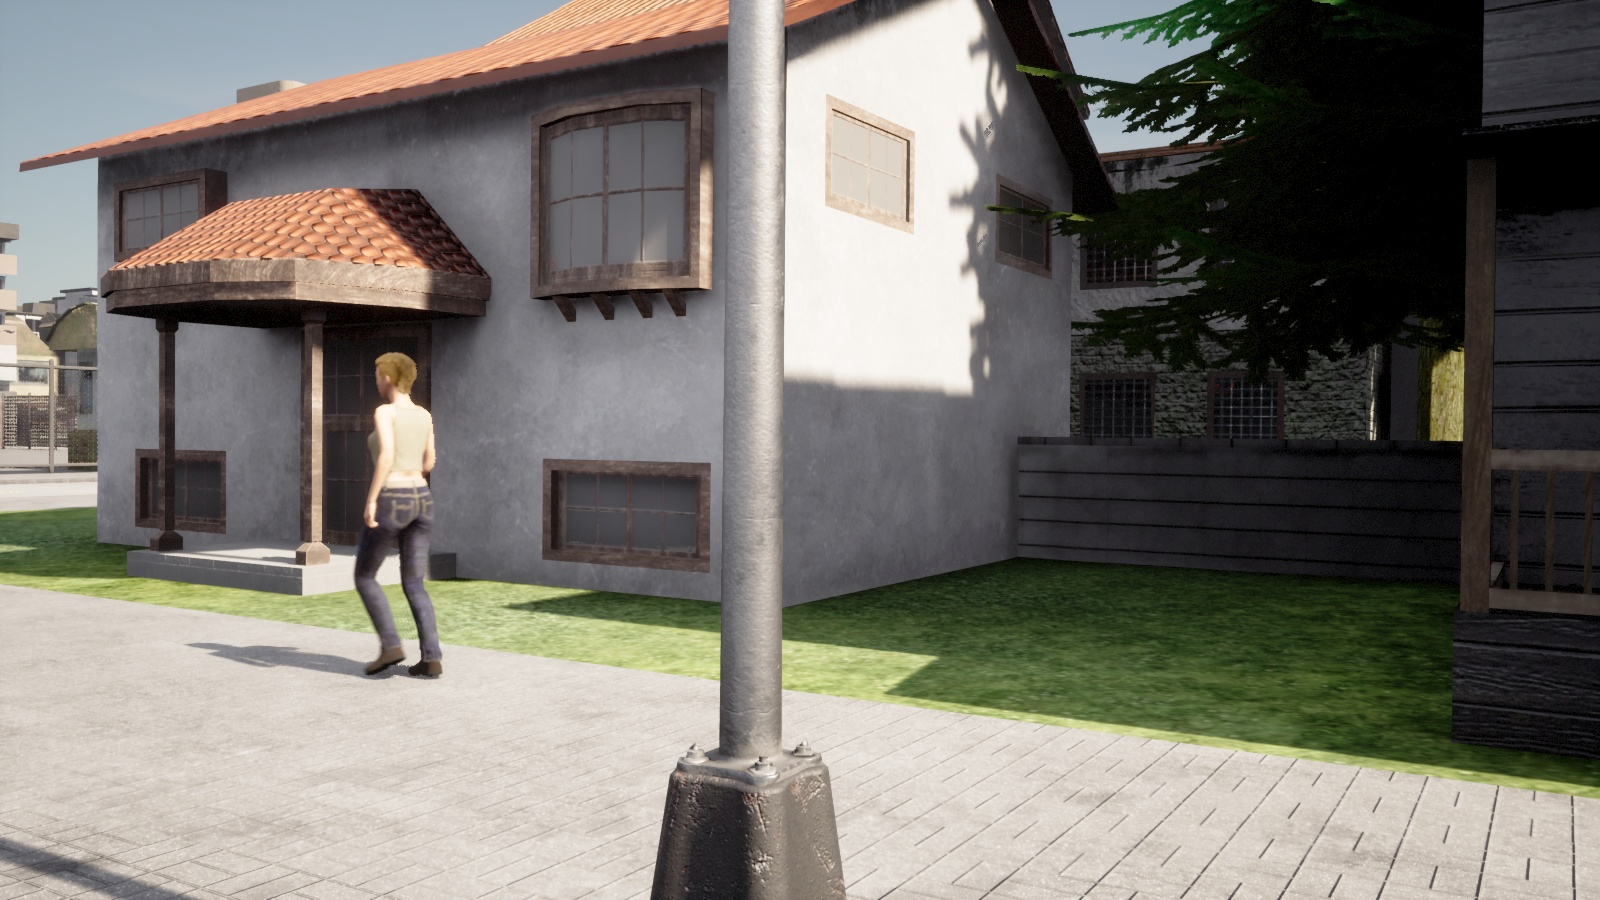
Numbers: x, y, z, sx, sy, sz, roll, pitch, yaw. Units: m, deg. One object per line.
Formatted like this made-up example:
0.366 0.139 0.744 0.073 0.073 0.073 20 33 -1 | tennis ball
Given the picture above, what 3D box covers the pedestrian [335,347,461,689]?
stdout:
-2.252 0.365 7.032 0.594 1.836 0.345 0 1 31 | pedestrian
